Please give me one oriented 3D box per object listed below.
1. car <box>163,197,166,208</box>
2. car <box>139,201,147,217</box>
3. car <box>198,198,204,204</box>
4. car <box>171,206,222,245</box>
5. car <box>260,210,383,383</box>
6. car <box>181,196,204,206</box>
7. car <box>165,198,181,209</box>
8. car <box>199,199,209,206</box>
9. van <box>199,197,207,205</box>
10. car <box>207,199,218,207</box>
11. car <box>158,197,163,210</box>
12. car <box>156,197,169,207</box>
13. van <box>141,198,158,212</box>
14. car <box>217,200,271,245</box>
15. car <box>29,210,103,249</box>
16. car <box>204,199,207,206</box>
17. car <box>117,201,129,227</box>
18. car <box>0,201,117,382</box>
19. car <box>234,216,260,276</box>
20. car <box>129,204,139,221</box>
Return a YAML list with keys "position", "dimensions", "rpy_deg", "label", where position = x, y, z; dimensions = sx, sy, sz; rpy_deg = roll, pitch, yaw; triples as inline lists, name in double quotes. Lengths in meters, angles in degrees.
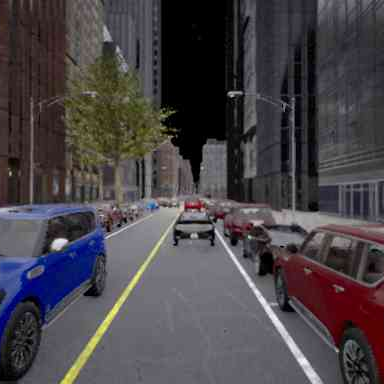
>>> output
- position: [-5.892, 1.939, 61.270]
  dimensions: [2.192, 1.841, 5.009]
  rpy_deg: [0, -1, 0]
  label: "car"
- position: [-5.875, 1.891, 33.070]
  dimensions: [1.802, 1.307, 4.206]
  rpy_deg: [0, -1, 0]
  label: "car"
- position: [2.614, 2.576, 95.297]
  dimensions: [1.752, 1.417, 4.829]
  rpy_deg: [0, -1, 1]
  label: "car"
- position: [0.092, 1.644, 16.332]
  dimensions: [2.128, 1.511, 4.902]
  rpy_deg: [0, 0, 0]
  label: "car"
- position: [2.667, 1.361, 4.876]
  dimensions: [2.192, 1.841, 5.009]
  rpy_deg: [0, -1, 0]
  label: "car"
- position: [0.075, 1.640, 43.187]
  dimensions: [2.150, 2.045, 5.566]
  rpy_deg: [0, -1, 0]
  label: "car"
- position: [-3.040, 2.123, 56.954]
  dimensions: [2.033, 1.411, 5.357]
  rpy_deg: [0, -1, 0]
  label: "car"
- position: [2.627, 2.321, 72.535]
  dimensions: [1.947, 1.339, 4.313]
  rpy_deg: [0, -1, 0]
  label: "car"
- position: [2.623, 2.165, 78.176]
  dimensions: [1.690, 1.788, 3.998]
  rpy_deg: [0, -1, 0]
  label: "van"
- position: [2.654, 1.570, 27.430]
  dimensions: [2.192, 1.841, 5.009]
  rpy_deg: [0, -1, 0]
  label: "car"
- position: [-5.886, 1.936, 49.990]
  dimensions: [1.967, 1.590, 4.097]
  rpy_deg: [0, -1, 0]
  label: "car"
- position: [-5.895, 2.004, 66.908]
  dimensions: [2.192, 1.841, 5.009]
  rpy_deg: [0, -1, 0]
  label: "car"
- position: [-5.882, 1.773, 44.351]
  dimensions: [1.690, 1.788, 3.998]
  rpy_deg: [0, -1, 0]
  label: "van"
- position: [2.661, 1.465, 16.152]
  dimensions: [2.192, 1.841, 5.009]
  rpy_deg: [0, -1, 0]
  label: "car"
- position: [-5.865, 1.694, 16.153]
  dimensions: [1.887, 1.381, 4.507]
  rpy_deg: [0, -1, 0]
  label: "car"
- position: [2.643, 2.014, 44.341]
  dimensions: [1.802, 1.307, 4.206]
  rpy_deg: [0, -1, 0]
  label: "car"
- position: [-5.868, 1.517, 21.795]
  dimensions: [2.192, 1.841, 5.009]
  rpy_deg: [0, -1, 0]
  label: "car"
- position: [-3.107, 1.276, 5.883]
  dimensions: [2.150, 2.045, 5.566]
  rpy_deg: [0, -1, 0]
  label: "car"
- position: [2.663, 1.663, 10.511]
  dimensions: [1.947, 1.339, 4.313]
  rpy_deg: [0, -1, 0]
  label: "car"
- position: [-5.871, 1.821, 27.433]
  dimensions: [1.947, 1.339, 4.313]
  rpy_deg: [0, -1, 0]
  label: "car"
